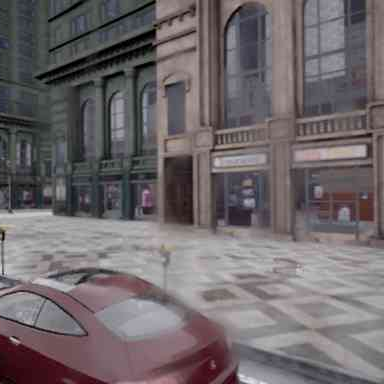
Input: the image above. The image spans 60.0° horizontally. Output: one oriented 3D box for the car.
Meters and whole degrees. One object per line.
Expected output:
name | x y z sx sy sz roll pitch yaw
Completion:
car | -1.477 1.613 4.034 4.206 1.307 1.802 -1 -1 36
